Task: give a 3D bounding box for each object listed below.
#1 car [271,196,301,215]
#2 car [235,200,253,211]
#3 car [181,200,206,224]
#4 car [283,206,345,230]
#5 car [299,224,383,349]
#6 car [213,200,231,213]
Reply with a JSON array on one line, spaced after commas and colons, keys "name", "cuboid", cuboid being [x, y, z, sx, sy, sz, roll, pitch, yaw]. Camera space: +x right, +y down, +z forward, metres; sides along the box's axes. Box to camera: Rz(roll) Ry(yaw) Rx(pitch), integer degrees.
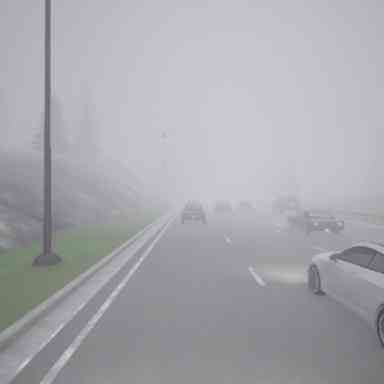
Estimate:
[{"name": "car", "cuboid": [10.632, 1.475, 37.907, 2.150, 2.045, 5.566, 0, 0, 0]}, {"name": "car", "cuboid": [7.138, 1.813, 45.889, 1.837, 1.490, 4.892, 0, 0, 0]}, {"name": "car", "cuboid": [0.123, 1.671, 26.658, 2.128, 1.511, 4.902, 0, 0, 0]}, {"name": "car", "cuboid": [7.117, 1.732, 19.703, 1.895, 1.301, 4.718, 0, 0, 0]}, {"name": "car", "cuboid": [3.609, 1.565, 5.845, 1.812, 1.442, 4.674, 0, 0, 0]}, {"name": "car", "cuboid": [3.635, 1.748, 40.329, 1.882, 1.535, 5.008, 0, -1, 0]}]
